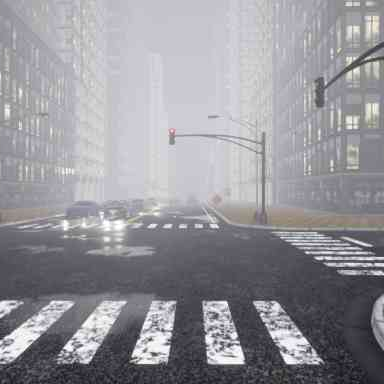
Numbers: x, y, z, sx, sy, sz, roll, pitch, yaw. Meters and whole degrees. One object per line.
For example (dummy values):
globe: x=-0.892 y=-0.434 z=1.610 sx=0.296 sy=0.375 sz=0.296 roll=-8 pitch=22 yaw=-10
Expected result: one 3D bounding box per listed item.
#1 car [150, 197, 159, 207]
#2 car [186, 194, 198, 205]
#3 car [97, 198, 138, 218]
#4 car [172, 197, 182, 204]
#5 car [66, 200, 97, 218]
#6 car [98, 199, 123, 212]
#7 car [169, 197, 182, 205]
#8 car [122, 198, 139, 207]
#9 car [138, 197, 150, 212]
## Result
car: x=-6.597 y=1.606 z=53.415 sx=1.812 sy=1.442 sz=4.674 roll=0 pitch=1 yaw=0
car: x=-0.016 y=1.606 z=60.194 sx=1.837 sy=1.490 sz=4.892 roll=0 pitch=0 yaw=0
car: x=-6.609 y=1.517 z=30.160 sx=2.128 sy=1.511 sz=4.902 roll=0 pitch=0 yaw=0
car: x=-3.202 y=1.703 z=70.366 sx=1.994 sy=1.385 sz=4.181 roll=0 pitch=0 yaw=0
car: x=-9.862 y=1.503 z=30.408 sx=1.882 sy=1.535 sz=5.008 roll=0 pitch=0 yaw=0
car: x=-9.865 y=1.609 z=40.496 sx=1.994 sy=1.385 sz=4.181 roll=0 pitch=0 yaw=-1
car: x=-3.168 y=1.592 z=60.038 sx=2.128 sy=1.511 sz=4.902 roll=0 pitch=0 yaw=0
car: x=-9.848 y=1.642 z=53.272 sx=1.994 sy=1.385 sz=4.181 roll=0 pitch=0 yaw=0
car: x=-6.611 y=1.522 z=40.388 sx=1.882 sy=1.535 sz=5.008 roll=0 pitch=0 yaw=0
